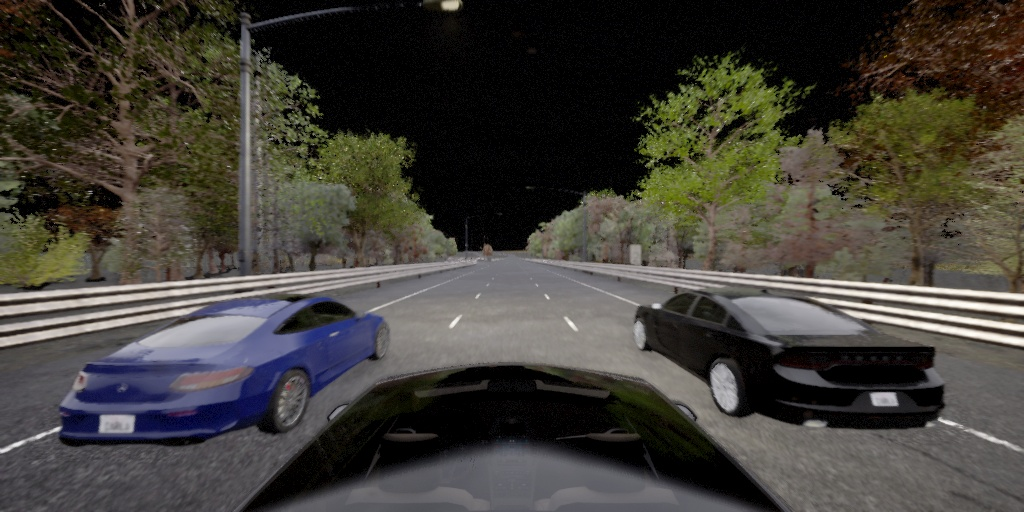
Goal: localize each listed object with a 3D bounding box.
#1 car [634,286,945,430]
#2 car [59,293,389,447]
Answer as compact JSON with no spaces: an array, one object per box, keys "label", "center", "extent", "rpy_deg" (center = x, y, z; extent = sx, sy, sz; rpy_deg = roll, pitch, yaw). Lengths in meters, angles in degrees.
[{"label":"car","center":[3.599,1.239,5.941],"extent":[1.882,1.535,5.008],"rpy_deg":[0,0,0]},{"label":"car","center":[-3.399,1.286,5.391],"extent":[1.812,1.442,4.674],"rpy_deg":[0,0,0]}]
